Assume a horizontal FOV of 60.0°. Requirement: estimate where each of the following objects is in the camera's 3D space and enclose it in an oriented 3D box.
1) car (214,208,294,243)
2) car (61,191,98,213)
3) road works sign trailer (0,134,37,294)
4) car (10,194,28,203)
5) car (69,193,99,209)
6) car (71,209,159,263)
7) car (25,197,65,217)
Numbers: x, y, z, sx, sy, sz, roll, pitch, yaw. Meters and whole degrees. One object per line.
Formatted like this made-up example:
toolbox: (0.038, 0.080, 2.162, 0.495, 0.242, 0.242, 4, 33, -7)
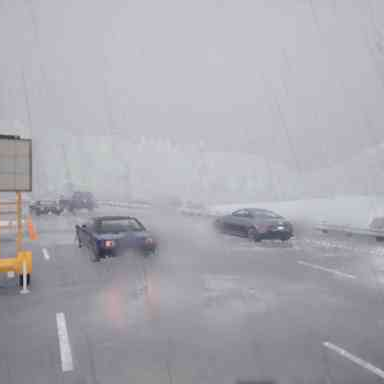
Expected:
car: (2.746, 1.450, 15.586, 1.994, 1.385, 4.181, 0, 0, -27)
car: (-11.696, 0.947, 33.436, 2.150, 2.045, 5.566, 1, 0, -37)
road works sign trailer: (-5.158, 0.395, 7.975, 2.380, 3.560, 2.880, 0, 0, -28)
car: (-26.347, 1.097, 51.090, 1.812, 1.442, 4.674, 0, 0, -45)
car: (-13.382, 1.021, 41.138, 2.097, 1.767, 4.553, 0, 1, -38)
car: (-2.864, 1.506, 11.779, 1.895, 1.301, 4.718, 0, 0, -27)
car: (-12.765, 1.363, 28.739, 1.895, 1.301, 4.718, 0, 0, -35)
